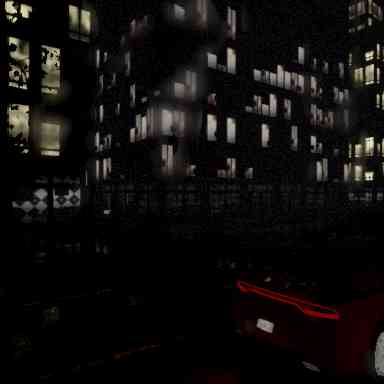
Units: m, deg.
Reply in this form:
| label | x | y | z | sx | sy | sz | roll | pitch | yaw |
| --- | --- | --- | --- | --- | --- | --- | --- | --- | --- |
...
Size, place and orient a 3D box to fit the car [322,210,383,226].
| label | x | y | z | sx | sy | sz | roll | pitch | yaw |
| --- | --- | --- | --- | --- | --- | --- | --- | --- | --- |
| car | 8.140 | 1.563 | 16.226 | 4.313 | 1.339 | 1.947 | 0 | 0 | -36 |

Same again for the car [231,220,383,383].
| label | x | y | z | sx | sy | sz | roll | pitch | yaw |
| --- | --- | --- | --- | --- | --- | --- | --- | --- | --- |
| car | 2.907 | 1.477 | 5.508 | 5.008 | 1.535 | 1.882 | 0 | 0 | -36 |
